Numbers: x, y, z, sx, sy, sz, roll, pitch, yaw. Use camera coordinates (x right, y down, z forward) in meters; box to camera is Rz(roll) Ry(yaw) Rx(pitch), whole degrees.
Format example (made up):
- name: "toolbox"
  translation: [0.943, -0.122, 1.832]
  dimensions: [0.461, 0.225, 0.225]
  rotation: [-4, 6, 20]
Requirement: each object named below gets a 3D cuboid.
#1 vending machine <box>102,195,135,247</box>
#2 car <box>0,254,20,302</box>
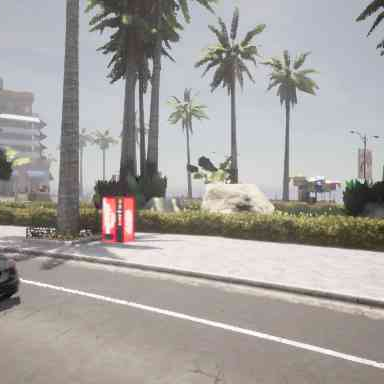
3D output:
- name: "vending machine"
  translation: [-3.134, 1.195, 14.185]
  dimensions: [0.880, 2.100, 1.100]
  rotation: [0, 0, 27]
- name: "car"
  translation: [-5.589, 1.564, 6.921]
  dimensions: [4.181, 1.385, 1.994]
  rotation: [0, 0, 29]
